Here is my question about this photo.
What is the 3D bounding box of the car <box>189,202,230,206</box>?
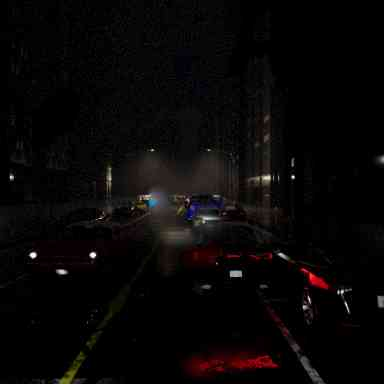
[{"bbox_3d":[0.900,1.524,19.102,1.812,1.442,4.674,0,0,0],"label":"car"}]

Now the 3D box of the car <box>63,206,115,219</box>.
[{"bbox_3d":[-5.766,1.564,17.995,1.947,1.339,4.313,0,0,0],"label":"car"}]

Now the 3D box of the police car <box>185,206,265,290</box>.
[{"bbox_3d":[0.841,1.424,9.202,1.930,1.638,5.238,0,0,-1],"label":"police car"}]

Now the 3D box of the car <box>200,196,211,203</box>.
[{"bbox_3d":[2.769,1.556,68.764,1.947,1.339,4.313,0,0,0],"label":"car"}]

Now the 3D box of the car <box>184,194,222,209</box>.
[{"bbox_3d":[0.702,1.219,25.109,2.150,2.045,5.566,0,0,-1],"label":"car"}]

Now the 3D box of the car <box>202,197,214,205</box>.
[{"bbox_3d":[2.767,1.575,57.483,1.802,1.307,4.206,0,0,0],"label":"car"}]

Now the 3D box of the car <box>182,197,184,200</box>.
[{"bbox_3d":[0.028,1.595,45.017,1.895,1.301,4.718,0,0,0],"label":"car"}]

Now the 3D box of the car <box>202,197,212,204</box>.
[{"bbox_3d":[2.768,1.574,63.123,1.802,1.307,4.206,0,0,0],"label":"car"}]

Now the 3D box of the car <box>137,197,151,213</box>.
[{"bbox_3d":[-5.763,1.521,34.747,1.752,1.417,4.829,0,0,0],"label":"car"}]

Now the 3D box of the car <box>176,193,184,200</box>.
[{"bbox_3d":[-2.987,1.336,89.934,2.097,1.767,4.553,0,0,0],"label":"car"}]

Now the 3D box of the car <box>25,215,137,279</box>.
[{"bbox_3d":[-3.102,1.600,10.146,1.895,1.301,4.718,0,0,0],"label":"car"}]

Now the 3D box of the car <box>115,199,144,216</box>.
[{"bbox_3d":[-5.764,1.547,29.276,2.008,1.369,4.403,0,0,0],"label":"car"}]

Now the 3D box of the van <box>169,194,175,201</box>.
[{"bbox_3d":[-5.755,1.329,80.044,1.690,1.788,3.998,0,0,0],"label":"van"}]

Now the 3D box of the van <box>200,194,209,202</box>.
[{"bbox_3d":[2.769,1.330,74.405,1.690,1.788,3.998,0,0,0],"label":"van"}]

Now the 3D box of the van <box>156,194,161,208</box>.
[{"bbox_3d":[-5.762,1.336,46.198,1.690,1.788,3.998,0,0,0],"label":"van"}]

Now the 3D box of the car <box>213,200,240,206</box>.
[{"bbox_3d":[2.760,1.542,23.638,1.887,1.381,4.507,0,0,0],"label":"car"}]

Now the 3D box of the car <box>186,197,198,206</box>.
[{"bbox_3d":[0.007,1.594,57.608,1.895,1.301,4.718,0,0,0],"label":"car"}]

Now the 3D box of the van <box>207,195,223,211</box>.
[{"bbox_3d":[2.763,1.336,40.560,1.690,1.788,3.998,0,0,0],"label":"van"}]

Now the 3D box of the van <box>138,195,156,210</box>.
[{"bbox_3d":[-5.763,1.336,40.557,1.690,1.788,3.998,0,0,0],"label":"van"}]

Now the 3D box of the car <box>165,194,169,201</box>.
[{"bbox_3d":[-5.760,1.308,57.480,2.192,1.841,5.009,0,0,0],"label":"car"}]

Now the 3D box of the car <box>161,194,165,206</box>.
[{"bbox_3d":[-5.760,1.434,51.839,1.967,1.590,4.097,0,0,0],"label":"car"}]

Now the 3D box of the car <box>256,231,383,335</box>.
[{"bbox_3d":[2.757,1.565,6.716,1.947,1.339,4.313,0,0,0],"label":"car"}]
